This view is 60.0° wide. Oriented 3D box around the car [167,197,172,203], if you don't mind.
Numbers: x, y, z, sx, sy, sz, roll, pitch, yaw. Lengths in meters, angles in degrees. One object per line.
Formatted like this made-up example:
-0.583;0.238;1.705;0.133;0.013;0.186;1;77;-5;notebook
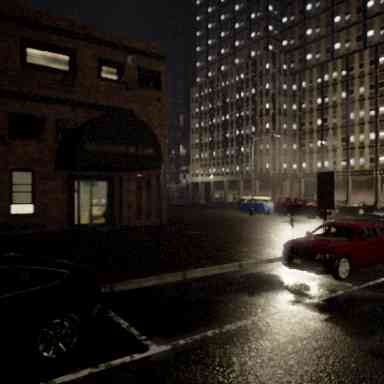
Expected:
-5.657;1.556;65.912;1.947;1.339;4.313;0;0;-35;car

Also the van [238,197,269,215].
6.483;1.392;33.847;1.690;1.788;3.998;0;0;-35;van

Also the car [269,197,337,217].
9.652;1.374;29.301;2.192;1.841;5.009;0;0;-35;car

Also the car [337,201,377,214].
16.527;1.587;34.096;2.008;1.369;4.403;0;0;-35;car

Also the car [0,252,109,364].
-3.259;1.565;4.313;4.313;1.339;1.947;0;0;-35;car

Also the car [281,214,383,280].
4.581;1.568;9.988;4.507;1.381;1.887;0;0;-35;car

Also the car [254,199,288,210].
10.189;1.602;43.186;1.802;1.307;4.206;0;0;-35;car

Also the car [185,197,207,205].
0.584;1.525;56.960;1.752;1.417;4.829;0;0;-35;car
